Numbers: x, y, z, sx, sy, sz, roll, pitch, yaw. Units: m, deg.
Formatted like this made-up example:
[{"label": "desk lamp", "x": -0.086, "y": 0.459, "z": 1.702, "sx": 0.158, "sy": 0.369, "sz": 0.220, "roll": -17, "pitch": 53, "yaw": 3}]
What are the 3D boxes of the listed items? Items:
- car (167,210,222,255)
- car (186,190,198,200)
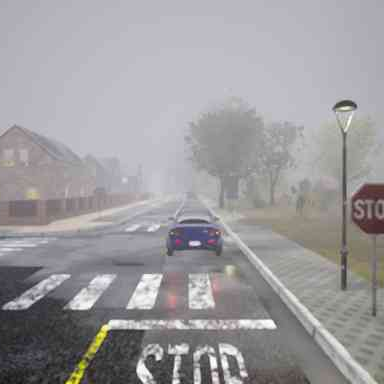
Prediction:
[{"label": "car", "x": 0.082, "y": 1.394, "z": 12.577, "sx": 1.812, "sy": 1.442, "sz": 4.674, "roll": 0, "pitch": 1, "yaw": 0}, {"label": "car", "x": -0.038, "y": 0.630, "z": 66.910, "sx": 2.150, "sy": 2.045, "sz": 5.566, "roll": 0, "pitch": 0, "yaw": 0}]
